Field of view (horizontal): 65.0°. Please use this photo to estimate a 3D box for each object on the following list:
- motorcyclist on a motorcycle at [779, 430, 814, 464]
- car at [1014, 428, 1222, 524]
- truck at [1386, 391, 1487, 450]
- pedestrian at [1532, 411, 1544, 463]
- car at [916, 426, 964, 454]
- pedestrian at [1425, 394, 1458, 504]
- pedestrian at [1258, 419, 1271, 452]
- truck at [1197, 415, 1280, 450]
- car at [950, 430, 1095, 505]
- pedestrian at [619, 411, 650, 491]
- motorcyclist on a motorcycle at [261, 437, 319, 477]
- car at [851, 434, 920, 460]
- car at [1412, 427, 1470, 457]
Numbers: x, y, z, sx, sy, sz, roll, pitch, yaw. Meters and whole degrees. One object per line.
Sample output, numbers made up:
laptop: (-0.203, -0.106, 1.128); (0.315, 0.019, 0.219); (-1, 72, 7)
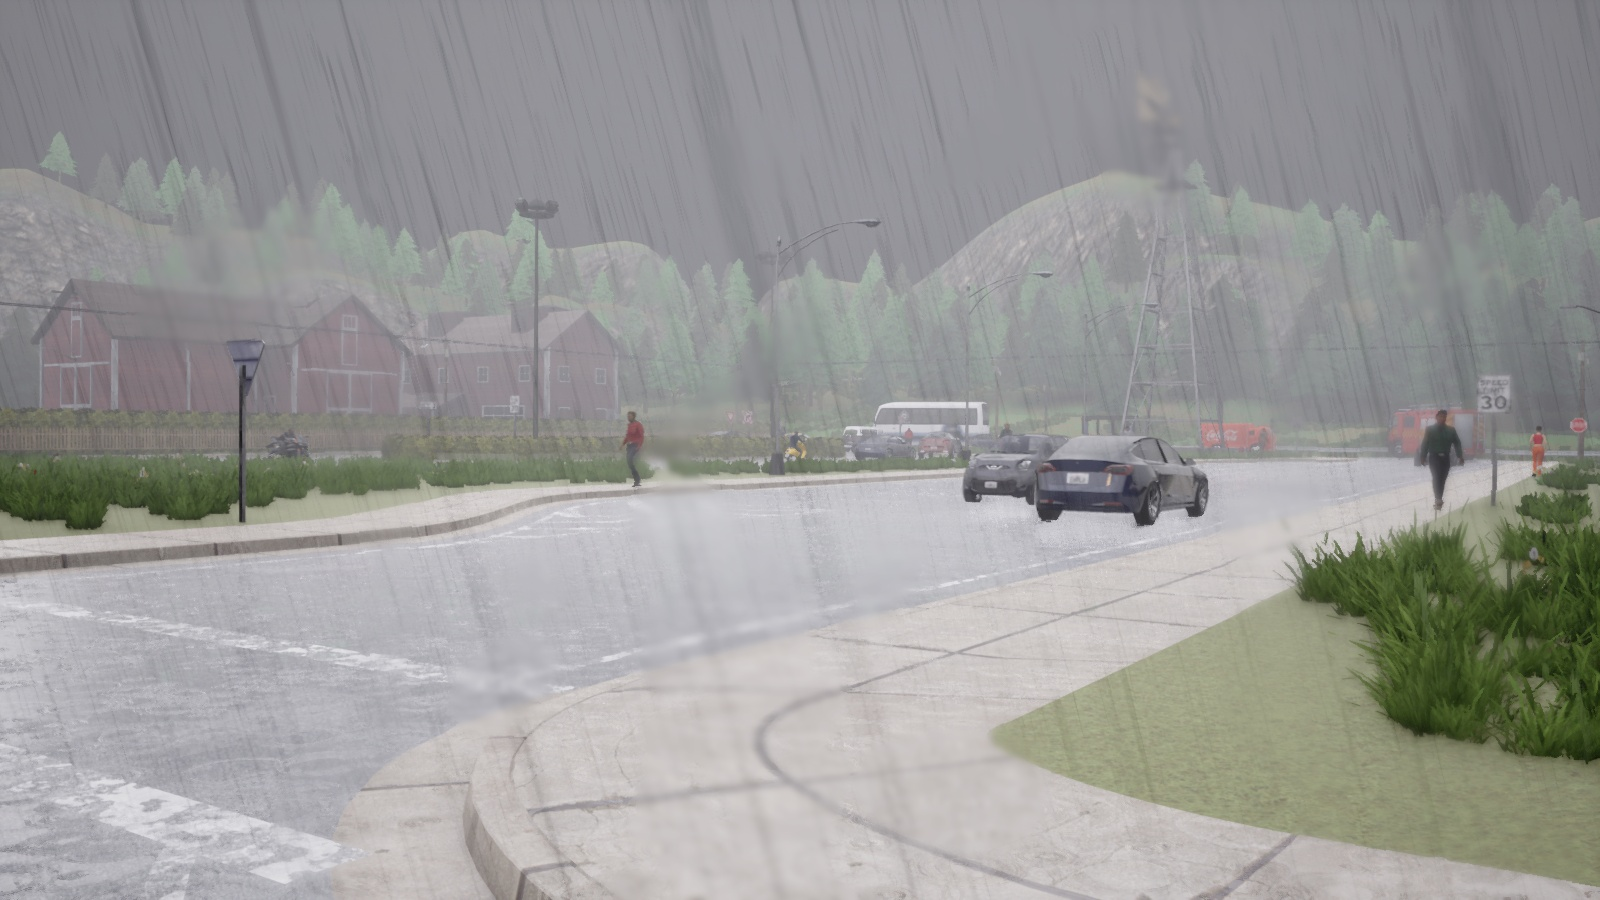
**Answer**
motorcyclist on a motorcycle: (-0.166, -0.147, 61.032); (0.866, 1.590, 1.817); (0, 1, 33)
car: (5.759, 0.375, 22.254); (2.163, 1.488, 4.792); (0, 1, 33)
truck: (43.447, -2.003, 86.033); (2.891, 3.827, 8.468); (0, 1, 2)
pedestrian: (26.270, -0.462, 44.694); (0.345, 1.836, 0.594); (0, 1, 31)
car: (8.571, -0.613, 76.574); (2.152, 1.651, 5.027); (0, 1, 16)
pedestrian: (11.538, -0.027, 22.610); (0.423, 1.949, 0.788); (0, 1, 19)
pedestrian: (27.181, -0.863, 73.528); (0.692, 1.930, 0.396); (-1, 1, -37)
truck: (31.824, -1.287, 91.120); (5.204, 2.467, 2.627); (0, 1, 34)
car: (4.916, 0.326, 27.417); (1.845, 1.501, 3.633); (0, 1, 33)
pedestrian: (-3.869, 0.021, 29.350); (0.331, 1.846, 0.636); (0, 1, 40)
motorcyclist on a motorcycle: (-20.173, 0.271, 49.702); (2.191, 1.530, 0.866); (0, 1, 26)
car: (4.692, -0.182, 68.452); (1.994, 1.385, 4.181); (0, 1, 33)
car: (33.142, -0.454, 64.869); (2.163, 1.488, 4.792); (0, 1, 33)
